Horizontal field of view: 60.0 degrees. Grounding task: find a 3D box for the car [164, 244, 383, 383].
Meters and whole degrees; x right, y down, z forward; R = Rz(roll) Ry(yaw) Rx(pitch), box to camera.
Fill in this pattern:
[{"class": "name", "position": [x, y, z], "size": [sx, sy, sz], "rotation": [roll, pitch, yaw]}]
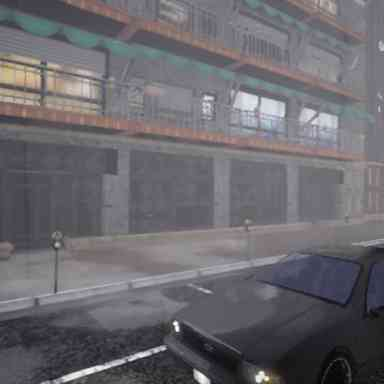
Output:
[{"class": "car", "position": [2.275, 1.557, 4.992], "size": [5.357, 1.411, 2.033], "rotation": [0, 0, -35]}]
